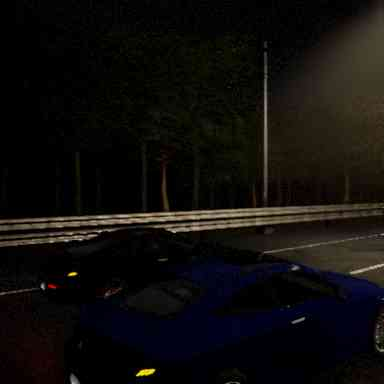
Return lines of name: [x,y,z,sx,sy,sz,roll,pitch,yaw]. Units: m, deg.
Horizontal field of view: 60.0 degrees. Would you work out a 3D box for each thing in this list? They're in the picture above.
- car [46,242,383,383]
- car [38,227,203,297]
car: [0.824,1.521,4.333,4.674,1.442,1.812,0,0,-35]
car: [-0.861,1.520,7.433,4.674,1.442,1.812,0,0,-35]
